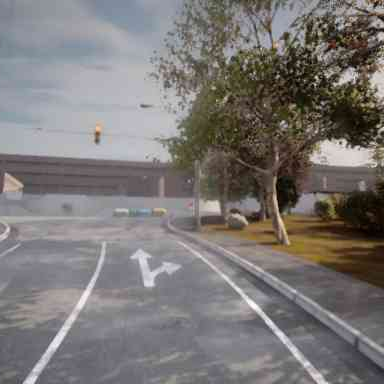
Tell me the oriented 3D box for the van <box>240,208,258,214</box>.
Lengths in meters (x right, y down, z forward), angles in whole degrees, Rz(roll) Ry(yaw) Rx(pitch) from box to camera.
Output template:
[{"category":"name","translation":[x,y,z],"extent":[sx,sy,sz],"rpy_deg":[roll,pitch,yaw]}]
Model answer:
[{"category":"van","translation":[11.119,4.267,64.829],"extent":[1.878,1.987,4.442],"rpy_deg":[4,-9,-39]}]

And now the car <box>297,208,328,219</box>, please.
[{"category":"car","translation":[25.127,4.530,69.766],"extent":[2.435,2.045,5.566],"rpy_deg":[4,-8,-39]}]

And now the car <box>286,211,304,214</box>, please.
[{"category":"car","translation":[19.514,4.664,67.782],"extent":[2.231,1.521,4.892],"rpy_deg":[4,-8,-39]}]

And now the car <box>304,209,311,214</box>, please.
[{"category":"car","translation":[22.334,4.720,68.760],"extent":[2.097,1.535,5.008],"rpy_deg":[5,-9,-39]}]
